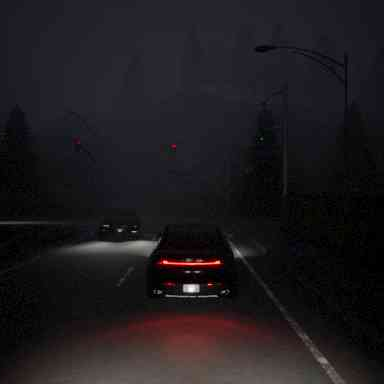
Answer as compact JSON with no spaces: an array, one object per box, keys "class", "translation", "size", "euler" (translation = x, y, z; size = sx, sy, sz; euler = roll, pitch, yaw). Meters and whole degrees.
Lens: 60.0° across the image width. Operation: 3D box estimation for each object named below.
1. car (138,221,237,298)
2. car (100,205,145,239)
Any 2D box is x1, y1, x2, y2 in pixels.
[{"class":"car","translation":[0.028,1.505,8.477],"size":[1.837,1.490,4.892],"euler":[0,0,1]},{"class":"car","translation":[-3.592,1.506,17.562],"size":[1.837,1.490,4.892],"euler":[3,0,-8]}]
